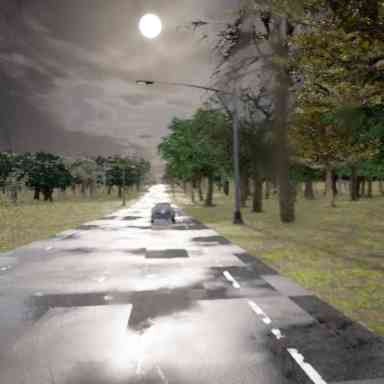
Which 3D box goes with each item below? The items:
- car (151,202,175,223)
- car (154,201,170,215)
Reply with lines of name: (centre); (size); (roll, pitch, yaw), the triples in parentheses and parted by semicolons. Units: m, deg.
car: (-2.671, 1.753, 30.296); (2.097, 1.767, 4.553); (-1, -1, -5)
car: (-3.904, 2.012, 43.203); (1.882, 1.535, 5.008); (-1, 0, -5)
